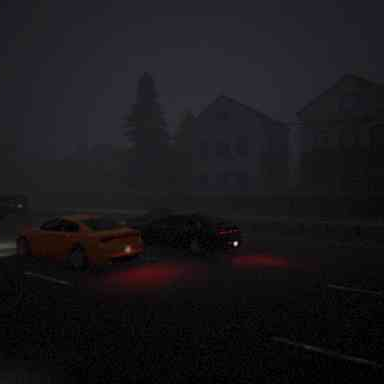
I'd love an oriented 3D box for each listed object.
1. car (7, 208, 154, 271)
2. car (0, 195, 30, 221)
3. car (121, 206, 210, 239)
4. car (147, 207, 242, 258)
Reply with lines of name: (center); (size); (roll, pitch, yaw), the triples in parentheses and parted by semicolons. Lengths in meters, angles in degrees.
car: (-3.856, 1.490, 11.029); (5.008, 1.535, 1.882); (0, 0, 36)
car: (-15.990, 1.258, 28.296); (5.566, 2.045, 2.150); (0, 0, 36)
car: (-1.513, 1.541, 17.955); (4.674, 1.442, 1.812); (0, 0, 35)
car: (-0.459, 1.516, 12.901); (4.892, 1.490, 1.837); (0, 0, 36)
